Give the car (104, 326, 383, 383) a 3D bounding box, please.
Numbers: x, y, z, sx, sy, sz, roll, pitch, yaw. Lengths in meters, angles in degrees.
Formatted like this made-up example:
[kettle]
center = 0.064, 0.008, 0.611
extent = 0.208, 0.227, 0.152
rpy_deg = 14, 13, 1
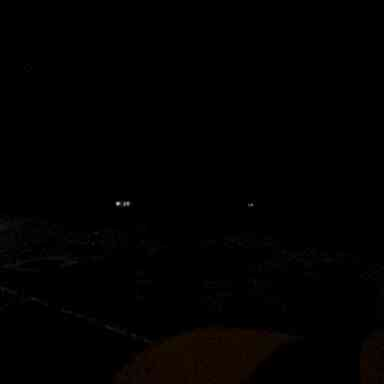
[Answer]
[car]
center = 1.441, 1.526, 2.055
extent = 4.829, 1.417, 1.752
rpy_deg = 1, 0, 36
